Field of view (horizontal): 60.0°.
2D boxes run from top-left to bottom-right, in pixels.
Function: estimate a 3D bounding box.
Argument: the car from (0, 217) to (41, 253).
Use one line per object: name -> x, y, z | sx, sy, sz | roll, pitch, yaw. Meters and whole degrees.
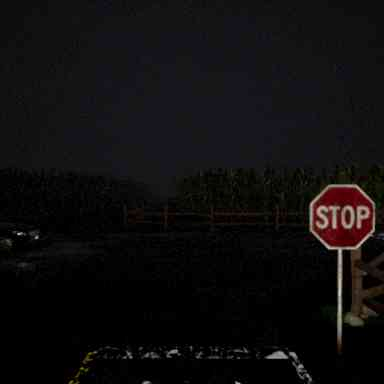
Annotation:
car -> -8.601, 1.585, 13.441 | 4.674, 1.442, 1.812 | -1, 0, 0
